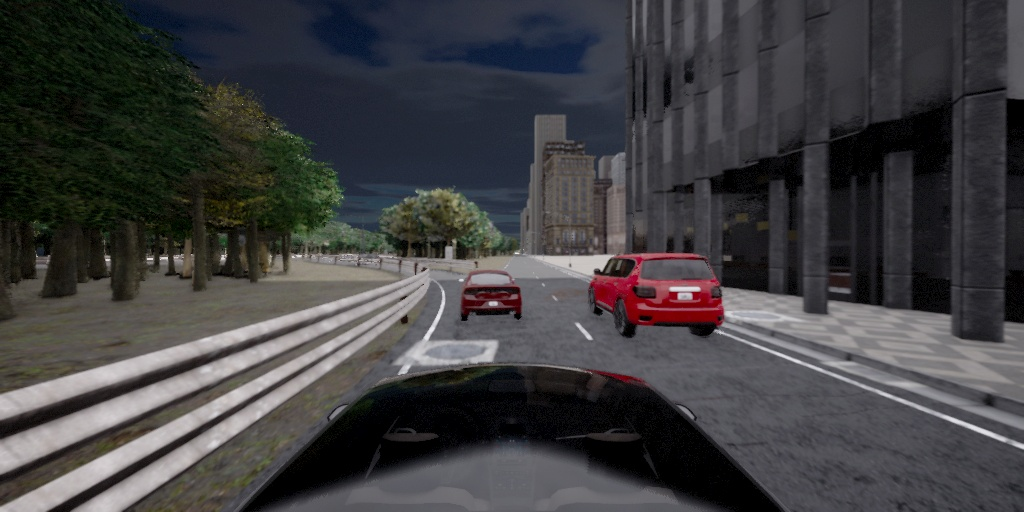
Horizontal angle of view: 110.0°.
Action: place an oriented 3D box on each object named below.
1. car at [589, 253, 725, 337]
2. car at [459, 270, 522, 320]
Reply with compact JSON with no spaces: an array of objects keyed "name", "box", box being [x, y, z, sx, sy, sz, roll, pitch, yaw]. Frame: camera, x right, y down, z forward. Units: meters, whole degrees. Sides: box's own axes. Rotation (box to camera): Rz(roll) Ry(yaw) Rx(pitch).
[{"name":"car","box":[3.748,0.947,10.370,2.150,2.045,5.566,0,0,1]},{"name":"car","box":[-0.856,1.217,12.758,1.882,1.535,5.008,0,0,-7]}]
